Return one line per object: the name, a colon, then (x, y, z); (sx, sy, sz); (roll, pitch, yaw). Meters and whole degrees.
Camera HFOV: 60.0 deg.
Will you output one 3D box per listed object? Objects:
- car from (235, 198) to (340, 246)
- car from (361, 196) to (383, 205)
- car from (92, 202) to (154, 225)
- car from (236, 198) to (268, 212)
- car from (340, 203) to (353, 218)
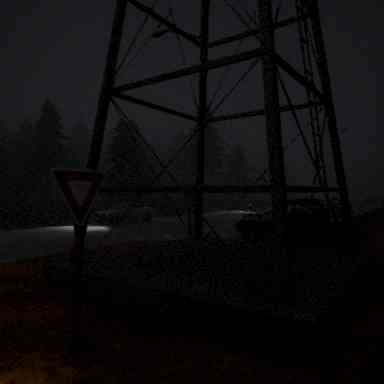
car: (3.811, 1.228, 14.075); (3.866, 1.878, 1.905); (0, 0, 5)
car: (30.842, 1.424, 56.061); (4.181, 1.381, 1.994); (0, 0, 35)
car: (-4.598, 1.422, 22.885); (1.812, 1.442, 4.674); (0, 0, 36)
car: (7.060, 1.420, 38.900); (1.812, 1.442, 4.674); (0, 0, 36)
car: (11.817, 1.358, 29.083); (3.988, 1.617, 1.851); (0, 0, 35)
